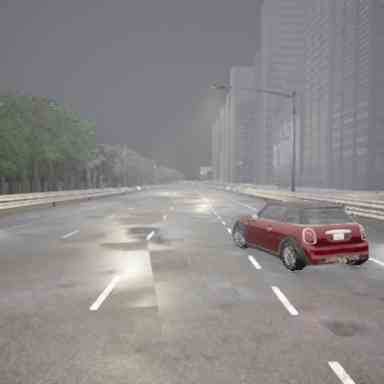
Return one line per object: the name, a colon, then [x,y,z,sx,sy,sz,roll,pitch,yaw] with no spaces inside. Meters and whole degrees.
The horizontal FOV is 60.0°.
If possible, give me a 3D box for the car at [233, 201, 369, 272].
car: [2.965,1.052,10.136,2.097,1.767,4.553,-1,2,-17]
